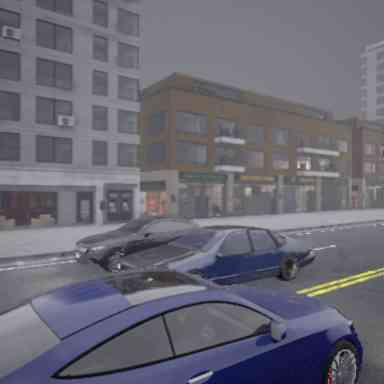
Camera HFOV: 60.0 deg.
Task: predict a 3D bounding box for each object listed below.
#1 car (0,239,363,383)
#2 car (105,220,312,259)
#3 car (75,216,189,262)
[{"bbox_3d":[-0.215,1.525,3.285,4.674,1.442,1.812,0,0,-35],"label":"car"},{"bbox_3d":[0.854,1.544,8.285,5.357,1.411,2.033,0,0,-35],"label":"car"},{"bbox_3d":[-1.319,1.523,10.725,4.674,1.442,1.812,0,0,-35],"label":"car"}]
